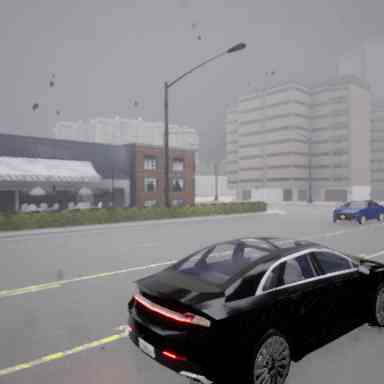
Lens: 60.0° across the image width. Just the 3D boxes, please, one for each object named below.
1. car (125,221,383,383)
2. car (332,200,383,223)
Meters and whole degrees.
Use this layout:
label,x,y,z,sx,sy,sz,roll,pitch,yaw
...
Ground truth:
label,x,y,z,sx,sy,sz,roll,pitch,yaw
car,1.389,1.461,5.148,4.902,1.511,2.128,-1,0,-39
car,11.501,1.293,22.875,5.008,1.535,1.882,-1,0,-41
